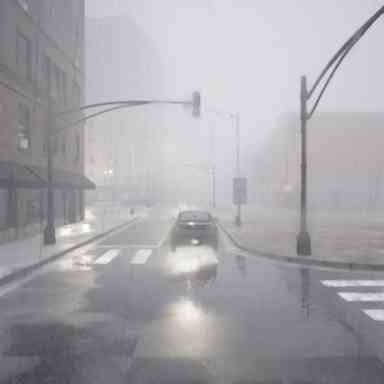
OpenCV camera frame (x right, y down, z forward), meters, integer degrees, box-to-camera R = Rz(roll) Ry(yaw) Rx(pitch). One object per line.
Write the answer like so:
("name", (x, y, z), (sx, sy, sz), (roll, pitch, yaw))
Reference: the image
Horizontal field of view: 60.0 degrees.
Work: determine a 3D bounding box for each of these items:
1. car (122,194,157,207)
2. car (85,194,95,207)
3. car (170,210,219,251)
("car", (-8.424, 1.371, 53.883), (5.566, 2.045, 2.150), (0, 0, 9))
("car", (-19.005, 1.429, 55.608), (5.566, 2.045, 2.150), (0, 0, 9))
("car", (0.099, 1.532, 14.340), (1.837, 1.490, 4.892), (0, 0, 0))
